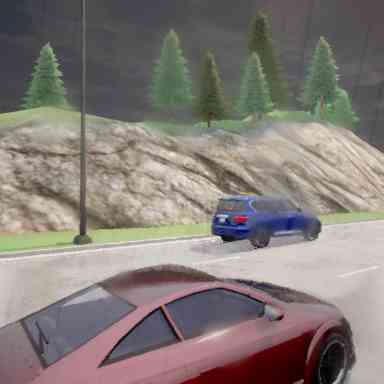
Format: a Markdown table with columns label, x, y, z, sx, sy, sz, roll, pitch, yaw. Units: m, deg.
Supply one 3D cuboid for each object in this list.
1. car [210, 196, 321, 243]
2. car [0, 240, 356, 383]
| label | x | y | z | sx | sy | sz | roll | pitch | yaw |
| --- | --- | --- | --- | --- | --- | --- | --- | --- | --- |
| car | 3.371 | 1.219 | 14.767 | 5.566 | 2.045 | 2.150 | 0 | 0 | -36 |
| car | -0.033 | 1.563 | 3.727 | 4.181 | 1.385 | 1.994 | 0 | 0 | -36 |
